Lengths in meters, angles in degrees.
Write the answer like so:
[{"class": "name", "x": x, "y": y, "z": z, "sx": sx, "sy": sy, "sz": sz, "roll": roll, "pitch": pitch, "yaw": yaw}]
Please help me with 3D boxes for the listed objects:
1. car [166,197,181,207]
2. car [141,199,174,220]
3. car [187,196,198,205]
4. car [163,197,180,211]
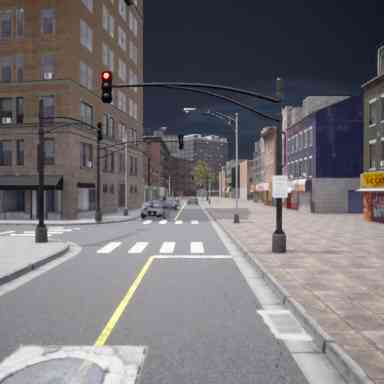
[{"class": "car", "x": -2.828, "y": 1.561, "z": 52.482, "sx": 2.033, "sy": 1.411, "sz": 5.357, "roll": 0, "pitch": 0, "yaw": 0}, {"class": "car", "x": -3.018, "y": 1.567, "z": 28.397, "sx": 1.994, "sy": 1.385, "sz": 4.181, "roll": 0, "pitch": 0, "yaw": 4}, {"class": "car", "x": 0.118, "y": 1.509, "z": 59.158, "sx": 2.128, "sy": 1.511, "sz": 4.902, "roll": 0, "pitch": 0, "yaw": 0}, {"class": "car", "x": -2.835, "y": 1.359, "z": 41.064, "sx": 2.097, "sy": 1.767, "sz": 4.553, "roll": 0, "pitch": 0, "yaw": 0}]
